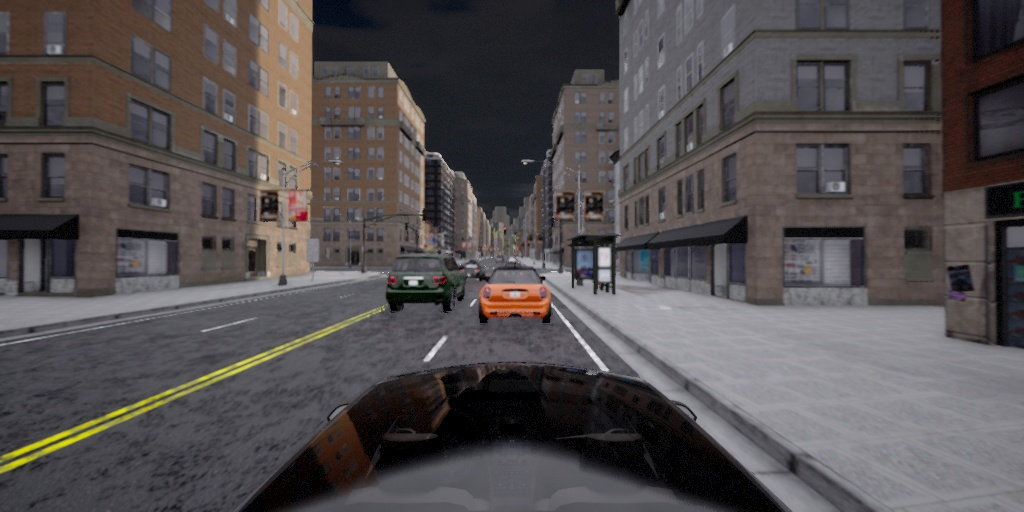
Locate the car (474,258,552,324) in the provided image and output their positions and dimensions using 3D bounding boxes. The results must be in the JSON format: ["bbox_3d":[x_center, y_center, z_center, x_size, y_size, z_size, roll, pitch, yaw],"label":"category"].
[{"bbox_3d":[0.091,1.078,12.065,2.097,1.767,4.553,0,0,0],"label":"car"}]

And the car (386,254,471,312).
[{"bbox_3d":[-3.158,0.942,14.173,2.150,2.045,5.566,0,0,0],"label":"car"}]

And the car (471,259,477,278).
[{"bbox_3d":[-3.160,1.214,28.341,1.812,1.442,4.674,0,0,0],"label":"car"}]
